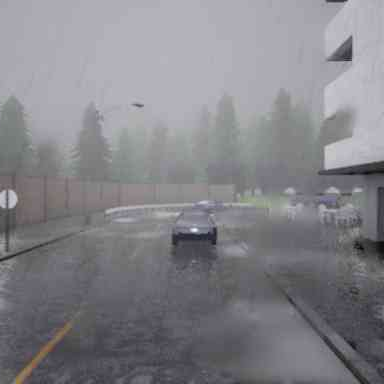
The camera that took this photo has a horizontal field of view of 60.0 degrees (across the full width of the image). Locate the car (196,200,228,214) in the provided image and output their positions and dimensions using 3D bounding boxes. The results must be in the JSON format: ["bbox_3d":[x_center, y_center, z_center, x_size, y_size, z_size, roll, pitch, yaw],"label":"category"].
[{"bbox_3d":[1.802,1.462,32.369,1.812,1.442,4.674,-1,-1,31],"label":"car"}]

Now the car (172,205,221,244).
[{"bbox_3d":[0.101,1.532,15.700,1.994,1.385,4.181,0,0,0],"label":"car"}]

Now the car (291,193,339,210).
[{"bbox_3d":[14.564,1.141,39.659,5.566,2.045,2.150,0,0,0],"label":"car"}]
